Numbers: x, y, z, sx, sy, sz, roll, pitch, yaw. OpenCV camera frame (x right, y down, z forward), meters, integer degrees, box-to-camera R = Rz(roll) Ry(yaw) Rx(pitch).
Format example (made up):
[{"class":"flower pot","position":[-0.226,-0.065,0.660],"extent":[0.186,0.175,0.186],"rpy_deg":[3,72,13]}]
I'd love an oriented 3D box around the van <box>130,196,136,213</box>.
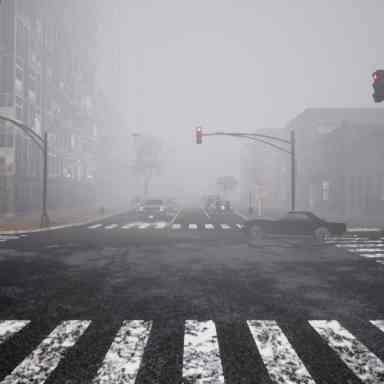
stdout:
[{"class":"van","position":[-5.673,1.346,36.658],"extent":[1.690,1.788,3.998],"rpy_deg":[1,0,0]}]

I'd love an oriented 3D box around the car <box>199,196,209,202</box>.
[{"class":"car","position":[2.702,1.572,76.415],"extent":[1.947,1.339,4.313],"rpy_deg":[1,0,0]}]

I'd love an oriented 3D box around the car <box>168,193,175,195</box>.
[{"class":"car","position":[-5.677,1.557,82.050],"extent":[2.008,1.369,4.403],"rpy_deg":[1,0,0]}]

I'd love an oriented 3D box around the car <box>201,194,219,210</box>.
[{"class":"car","position":[2.707,1.320,42.371],"extent":[2.192,1.841,5.009],"rpy_deg":[1,0,0]}]

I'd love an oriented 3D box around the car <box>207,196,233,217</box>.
[{"class":"car","position":[2.705,1.444,31.023],"extent":[1.967,1.590,4.097],"rpy_deg":[1,0,0]}]

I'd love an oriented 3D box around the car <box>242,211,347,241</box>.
[{"class":"car","position":[4.859,1.591,16.171],"extent":[4.718,1.301,1.895],"rpy_deg":[-1,0,20]}]

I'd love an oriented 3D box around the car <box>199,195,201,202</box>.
[{"class":"car","position":[2.707,1.321,65.067],"extent":[2.192,1.841,5.009],"rpy_deg":[1,0,0]}]

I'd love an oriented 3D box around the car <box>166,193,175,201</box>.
[{"class":"car","position":[-5.673,1.321,87.724],"extent":[2.192,1.841,5.009],"rpy_deg":[1,0,0]}]

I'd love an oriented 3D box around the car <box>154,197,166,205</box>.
[{"class":"car","position":[-5.678,1.587,59.354],"extent":[1.802,1.307,4.206],"rpy_deg":[1,0,0]}]

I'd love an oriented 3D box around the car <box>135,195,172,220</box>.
[{"class":"car","position":[-3.133,1.356,28.167],"extent":[2.097,1.767,4.553],"rpy_deg":[0,0,1]}]

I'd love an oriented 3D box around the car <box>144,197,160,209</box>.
[{"class":"car","position":[-5.677,1.530,47.836],"extent":[1.752,1.417,4.829],"rpy_deg":[1,0,0]}]

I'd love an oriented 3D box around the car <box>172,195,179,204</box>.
[{"class":"car","position":[-3.090,1.531,49.911],"extent":[1.812,1.442,4.674],"rpy_deg":[0,0,1]}]

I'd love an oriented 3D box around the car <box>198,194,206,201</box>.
[{"class":"car","position":[2.704,1.446,87.762],"extent":[1.967,1.590,4.097],"rpy_deg":[1,0,0]}]

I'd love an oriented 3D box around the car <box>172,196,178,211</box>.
[{"class":"car","position":[-3.097,1.552,38.602],"extent":[2.033,1.411,5.357],"rpy_deg":[0,0,1]}]

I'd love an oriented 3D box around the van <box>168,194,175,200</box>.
[{"class":"van","position":[-5.674,1.347,93.398],"extent":[1.690,1.788,3.998],"rpy_deg":[1,0,0]}]
